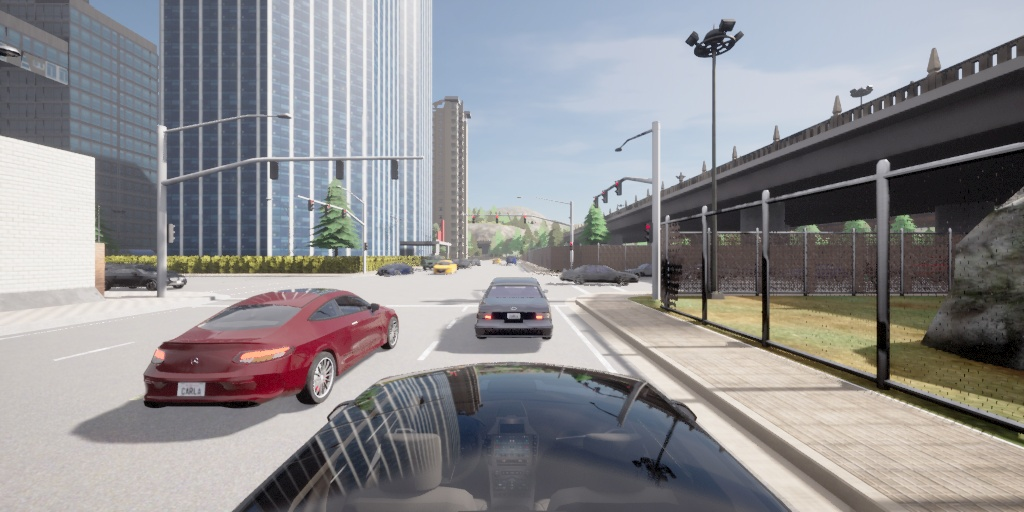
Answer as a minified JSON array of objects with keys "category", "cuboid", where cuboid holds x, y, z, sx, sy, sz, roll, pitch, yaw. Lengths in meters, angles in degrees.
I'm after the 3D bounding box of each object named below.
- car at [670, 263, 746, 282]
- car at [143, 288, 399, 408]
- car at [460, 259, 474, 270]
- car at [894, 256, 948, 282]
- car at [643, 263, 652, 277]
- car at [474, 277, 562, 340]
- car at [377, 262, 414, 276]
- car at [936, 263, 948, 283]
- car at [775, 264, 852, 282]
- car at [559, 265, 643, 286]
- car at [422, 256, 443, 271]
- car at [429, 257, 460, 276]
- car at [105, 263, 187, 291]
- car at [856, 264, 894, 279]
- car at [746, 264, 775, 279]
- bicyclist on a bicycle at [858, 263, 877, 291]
[{"category":"car","cuboid":[15.660,1.297,29.145,4.902,1.511,2.128,0,0,0]},{"category":"car","cuboid":[-3.450,1.276,6.174,1.812,1.442,4.674,0,0,0]},{"category":"car","cuboid":[-7.206,1.254,53.536,1.837,1.490,4.892,0,0,0]},{"category":"car","cuboid":[35.230,1.027,29.220,5.566,2.045,2.150,0,0,-1]},{"category":"car","cuboid":[12.716,1.353,32.632,5.357,1.411,2.033,0,0,0]},{"category":"car","cuboid":[0.078,1.297,9.994,2.033,1.411,5.357,0,0,1]},{"category":"car","cuboid":[-11.827,1.343,36.695,1.994,1.385,4.181,0,0,18]},{"category":"car","cuboid":[33.626,1.369,25.523,4.181,1.385,1.994,0,0,0]},{"category":"car","cuboid":[24.616,1.331,29.173,4.674,1.442,1.812,0,0,0]},{"category":"car","cuboid":[6.004,1.341,25.241,5.357,1.411,2.033,1,0,2]},{"category":"car","cuboid":[-10.697,0.973,49.451,2.150,2.045,5.566,0,0,0]},{"category":"car","cuboid":[-7.178,1.239,38.679,1.882,1.535,5.008,0,0,0]},{"category":"car","cuboid":[-22.587,1.331,21.799,4.674,1.442,1.812,0,0,0]},{"category":"car","cuboid":[32.233,1.406,32.708,4.718,1.301,1.895,0,0,0]},{"category":"car","cuboid":[22.306,1.406,32.674,4.718,1.301,1.895,0,0,0]},{"category":"bicyclist on a bicycle","cuboid":[18.263,1.106,18.173,0.582,1.620,1.656,0,0,0]}]
